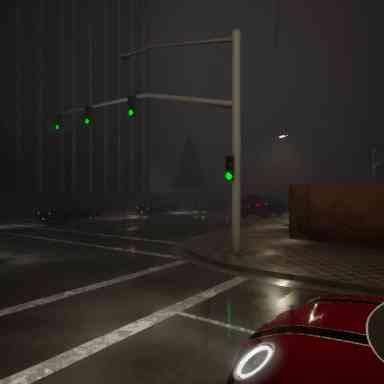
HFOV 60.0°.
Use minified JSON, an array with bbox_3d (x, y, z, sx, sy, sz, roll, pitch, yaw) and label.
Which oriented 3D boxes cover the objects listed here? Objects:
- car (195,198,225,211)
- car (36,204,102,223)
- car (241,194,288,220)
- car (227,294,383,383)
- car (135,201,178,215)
[{"bbox_3d":[2.318,1.491,41.805,2.128,1.511,4.902,0,0,36],"label":"car"},{"bbox_3d":[-9.303,1.601,25.436,1.895,1.301,4.718,0,0,35],"label":"car"},{"bbox_3d":[6.053,1.221,28.609,2.150,2.045,5.566,0,0,35],"label":"car"},{"bbox_3d":[2.471,1.352,2.195,4.553,1.767,2.097,0,0,36],"label":"car"},{"bbox_3d":[-3.524,1.601,33.593,1.895,1.301,4.718,0,0,35],"label":"car"}]
